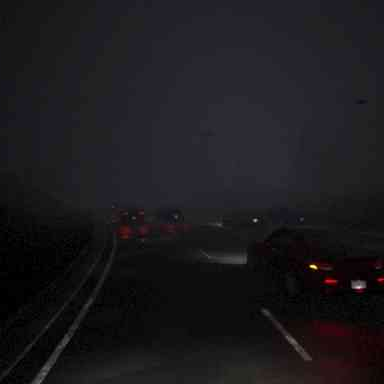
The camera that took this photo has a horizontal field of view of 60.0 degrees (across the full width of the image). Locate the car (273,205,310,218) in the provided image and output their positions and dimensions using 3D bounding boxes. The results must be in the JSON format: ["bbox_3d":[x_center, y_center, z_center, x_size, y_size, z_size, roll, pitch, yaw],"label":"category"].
[{"bbox_3d":[6.721,1.712,24.694,1.882,1.535,5.008,0,-1,-15],"label":"car"}]

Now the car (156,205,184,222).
[{"bbox_3d":[-1.982,1.871,29.734,1.812,1.442,4.674,0,-1,-16],"label":"car"}]

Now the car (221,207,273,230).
[{"bbox_3d":[3.505,1.801,23.058,1.994,1.385,4.181,0,-1,-15],"label":"car"}]

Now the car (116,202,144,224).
[{"bbox_3d":[-5.152,1.872,28.040,1.812,1.442,4.674,0,-1,-16],"label":"car"}]

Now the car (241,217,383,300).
[{"bbox_3d":[2.860,1.605,8.567,1.812,1.442,4.674,0,-1,-7],"label":"car"}]

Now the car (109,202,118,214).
[{"bbox_3d":[-10.049,2.086,44.564,1.812,1.442,4.674,0,0,-17],"label":"car"}]
